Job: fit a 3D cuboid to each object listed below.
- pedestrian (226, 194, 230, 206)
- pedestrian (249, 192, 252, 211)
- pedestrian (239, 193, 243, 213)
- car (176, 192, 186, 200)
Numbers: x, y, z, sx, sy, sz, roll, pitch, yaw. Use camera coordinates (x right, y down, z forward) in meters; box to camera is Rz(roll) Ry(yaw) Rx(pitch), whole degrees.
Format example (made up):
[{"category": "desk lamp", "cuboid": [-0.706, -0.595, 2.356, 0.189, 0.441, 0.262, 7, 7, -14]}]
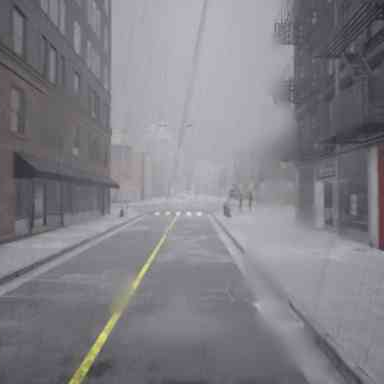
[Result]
[{"category": "pedestrian", "cuboid": [3.514, 1.083, 32.159, 0.375, 1.860, 0.375, 1, -1, 0]}, {"category": "pedestrian", "cuboid": [5.514, 0.899, 31.562, 0.375, 1.860, 0.375, 1, -1, 0]}, {"category": "pedestrian", "cuboid": [4.514, 1.029, 30.960, 0.375, 1.860, 0.375, 1, -1, 0]}, {"category": "car", "cuboid": [-2.461, 1.316, 86.467, 2.033, 1.411, 5.357, 0, 0, 0]}]
